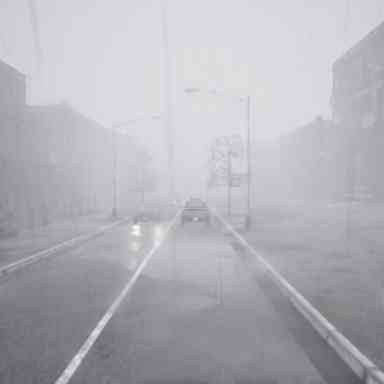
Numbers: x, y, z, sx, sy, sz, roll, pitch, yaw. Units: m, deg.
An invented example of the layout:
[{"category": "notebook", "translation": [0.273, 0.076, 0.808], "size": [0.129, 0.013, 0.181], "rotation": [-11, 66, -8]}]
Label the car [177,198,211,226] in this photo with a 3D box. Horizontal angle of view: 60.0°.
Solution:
[{"category": "car", "translation": [0.231, 1.382, 22.232], "size": [2.128, 1.511, 4.902], "rotation": [0, 0, 0]}]

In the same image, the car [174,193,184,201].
[{"category": "car", "translation": [-2.454, 0.928, 66.265], "size": [2.097, 1.767, 4.553], "rotation": [0, 0, 1]}]

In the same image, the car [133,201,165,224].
[{"category": "car", "translation": [-2.972, 1.407, 23.837], "size": [1.812, 1.442, 4.674], "rotation": [0, 0, 1]}]

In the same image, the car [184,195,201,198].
[{"category": "car", "translation": [0.417, 1.237, 42.452], "size": [2.128, 1.511, 4.902], "rotation": [0, 0, 1]}]
